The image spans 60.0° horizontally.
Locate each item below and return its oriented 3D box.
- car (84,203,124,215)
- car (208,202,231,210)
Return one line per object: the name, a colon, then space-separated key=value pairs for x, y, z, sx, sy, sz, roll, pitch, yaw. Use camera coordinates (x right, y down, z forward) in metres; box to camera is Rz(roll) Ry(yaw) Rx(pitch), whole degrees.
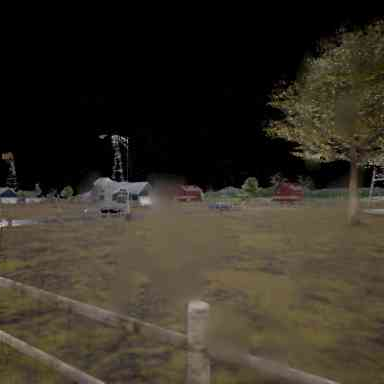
car: x=-9.949 y=1.948 z=37.640 sx=2.128 sy=1.511 sz=4.902 roll=-2 pitch=-2 yaw=36
car: x=4.856 y=2.442 z=58.179 sx=2.033 sy=1.411 sz=5.357 roll=-2 pitch=-2 yaw=36
